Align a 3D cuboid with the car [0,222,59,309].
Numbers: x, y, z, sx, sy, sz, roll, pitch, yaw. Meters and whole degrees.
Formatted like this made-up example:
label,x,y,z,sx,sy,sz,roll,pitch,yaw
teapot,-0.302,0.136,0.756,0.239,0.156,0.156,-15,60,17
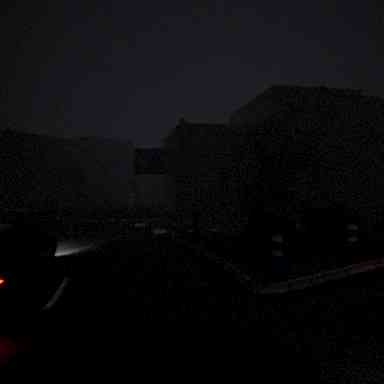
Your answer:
label,x,y,z,sx,sy,sz,roll,pitch,yaw
car,-4.339,1.405,7.518,2.033,1.411,5.357,-1,1,-14
